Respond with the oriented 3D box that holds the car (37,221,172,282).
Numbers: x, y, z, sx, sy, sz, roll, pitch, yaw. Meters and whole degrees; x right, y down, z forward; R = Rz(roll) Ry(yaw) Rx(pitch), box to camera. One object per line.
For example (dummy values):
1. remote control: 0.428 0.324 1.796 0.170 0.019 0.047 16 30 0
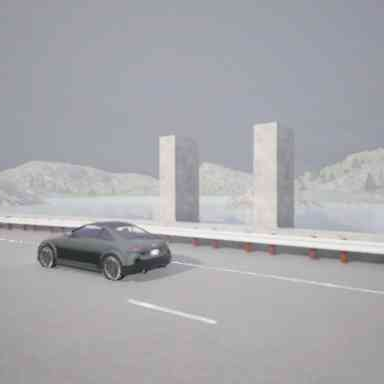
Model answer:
1. car: -2.660 1.559 9.827 4.181 1.385 1.994 0 0 33
